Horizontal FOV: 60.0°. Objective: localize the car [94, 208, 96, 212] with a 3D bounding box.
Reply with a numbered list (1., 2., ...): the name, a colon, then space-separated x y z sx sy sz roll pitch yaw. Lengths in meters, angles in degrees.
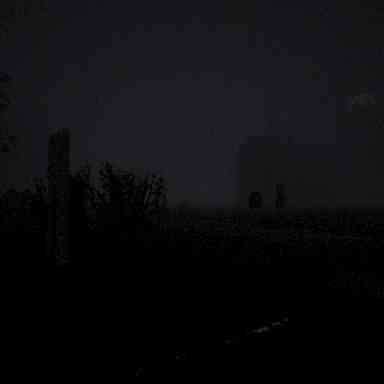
1. car: -13.610 2.165 48.472 1.994 1.385 4.181 1 -1 -34
